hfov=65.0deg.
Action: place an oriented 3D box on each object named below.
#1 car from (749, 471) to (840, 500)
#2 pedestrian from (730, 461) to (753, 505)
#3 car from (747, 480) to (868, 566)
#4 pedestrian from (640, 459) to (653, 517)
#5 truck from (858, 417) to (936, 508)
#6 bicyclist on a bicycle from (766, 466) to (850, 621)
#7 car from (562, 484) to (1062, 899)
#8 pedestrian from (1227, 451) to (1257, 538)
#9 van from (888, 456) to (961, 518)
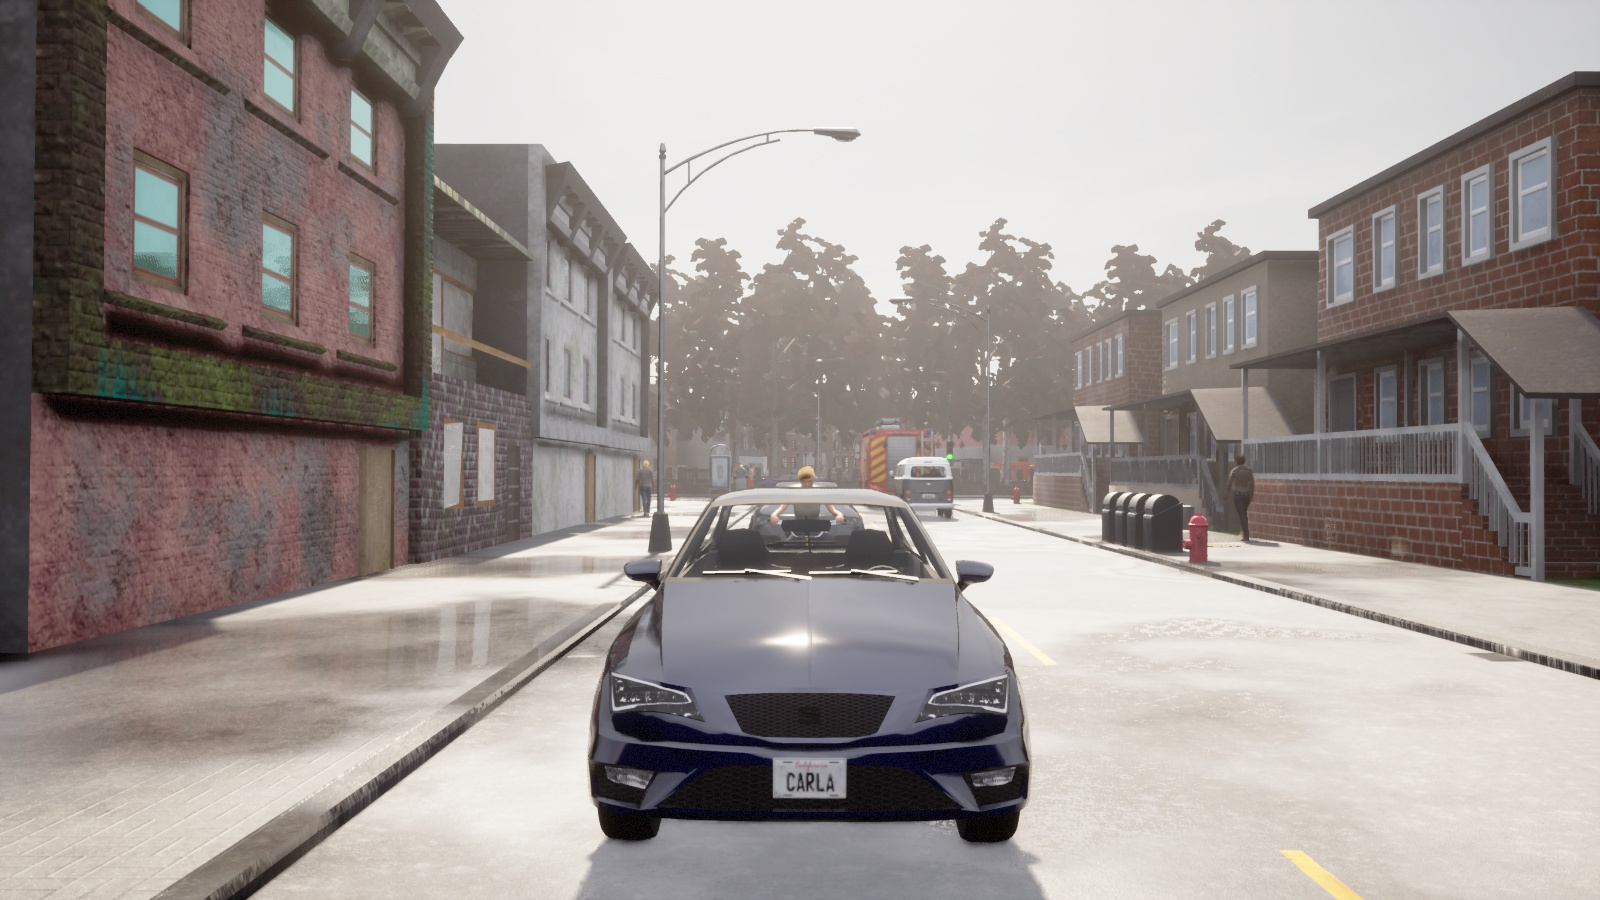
[{"bbox_3d":[-0.326,1.969,70.190,5.008,1.535,1.882,-1,-2,38],"label":"car"},{"bbox_3d":[-2.636,1.478,56.317,0.659,1.952,0.873,-1,-1,28],"label":"pedestrian"},{"bbox_3d":[0.126,1.261,22.824,1.994,1.385,4.181,0,-1,0],"label":"car"},{"bbox_3d":[-4.904,1.216,40.144,0.354,1.836,0.706,0,-1,-2],"label":"pedestrian"},{"bbox_3d":[4.285,0.590,57.153,2.891,3.827,8.468,0,-1,0],"label":"truck"},{"bbox_3d":[0.084,0.983,13.839,0.866,1.612,1.509,0,-1,0],"label":"bicyclist on a bicycle"},{"bbox_3d":[0.049,0.940,6.673,1.816,1.474,4.193,0,-1,0],"label":"car"},{"bbox_3d":[9.376,0.933,26.627,0.328,1.805,0.869,0,-1,1],"label":"pedestrian"},{"bbox_3d":[4.223,1.246,43.265,2.069,2.038,4.480,0,-1,0],"label":"van"}]
